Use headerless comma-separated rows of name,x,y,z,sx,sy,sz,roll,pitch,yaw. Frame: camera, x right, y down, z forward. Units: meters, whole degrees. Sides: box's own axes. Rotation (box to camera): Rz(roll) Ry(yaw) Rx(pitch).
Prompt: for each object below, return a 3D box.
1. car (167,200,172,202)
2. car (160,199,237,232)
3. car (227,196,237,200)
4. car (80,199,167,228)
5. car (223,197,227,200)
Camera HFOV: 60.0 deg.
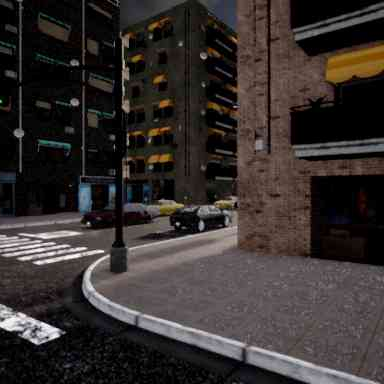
car,-2.561,1.250,27.424,1.752,1.417,4.829,1,1,36
car,0.575,1.331,18.358,2.008,1.369,4.403,1,1,36
car,5.839,1.149,34.749,1.994,1.385,4.181,0,1,36
car,-4.280,1.346,20.910,2.033,1.411,5.357,0,1,36
car,4.129,1.108,36.581,1.752,1.417,4.829,1,1,36
